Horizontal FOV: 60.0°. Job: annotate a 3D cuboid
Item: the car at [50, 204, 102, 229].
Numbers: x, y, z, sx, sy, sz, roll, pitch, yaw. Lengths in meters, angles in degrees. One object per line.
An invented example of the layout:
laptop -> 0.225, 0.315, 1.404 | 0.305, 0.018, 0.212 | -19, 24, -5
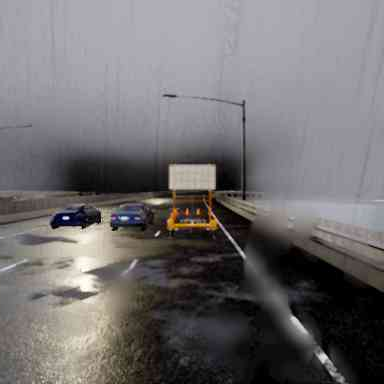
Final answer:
car -> -6.860, 1.385, 20.122 | 1.994, 1.385, 4.181 | 0, 1, 0

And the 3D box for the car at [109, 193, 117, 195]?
car -> -16.740, 0.952, 70.713 | 1.895, 1.301, 4.718 | 0, 1, 1

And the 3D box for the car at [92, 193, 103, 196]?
car -> -20.229, 0.876, 71.249 | 1.812, 1.442, 4.674 | 0, 1, 1

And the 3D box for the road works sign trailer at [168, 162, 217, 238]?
road works sign trailer -> 0.014, 0.316, 16.618 | 2.380, 3.560, 2.880 | 0, 1, 0

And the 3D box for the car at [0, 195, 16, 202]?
car -> -17.490, 1.089, 29.626 | 2.097, 1.767, 4.553 | 0, 0, 1

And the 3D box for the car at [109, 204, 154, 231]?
car -> -3.367, 1.375, 19.345 | 2.033, 1.411, 5.357 | 0, 1, 0

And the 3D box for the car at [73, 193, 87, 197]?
car -> -23.747, 0.886, 70.506 | 1.812, 1.442, 4.674 | 0, 1, 1
